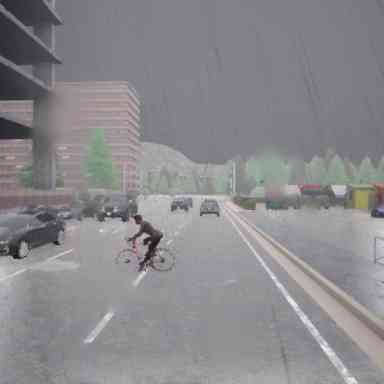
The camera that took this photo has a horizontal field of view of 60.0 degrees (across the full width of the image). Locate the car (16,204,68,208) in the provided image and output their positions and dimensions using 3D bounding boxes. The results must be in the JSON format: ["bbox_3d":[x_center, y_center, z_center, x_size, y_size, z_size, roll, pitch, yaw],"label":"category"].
[{"bbox_3d":[-9.627,1.490,19.828,2.128,1.511,4.902,0,0,3],"label":"car"}]

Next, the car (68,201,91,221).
[{"bbox_3d":[-9.154,1.515,26.895,2.128,1.511,4.902,0,0,3],"label":"car"}]

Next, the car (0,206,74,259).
[{"bbox_3d":[-6.505,1.505,12.713,1.837,1.490,4.892,0,0,3],"label":"car"}]

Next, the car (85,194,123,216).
[{"bbox_3d":[-8.824,1.221,34.025,2.150,2.045,5.566,0,0,3],"label":"car"}]

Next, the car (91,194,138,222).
[{"bbox_3d":[-5.759,1.225,26.381,2.150,2.045,5.566,0,0,3],"label":"car"}]

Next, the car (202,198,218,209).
[{"bbox_3d":[2.450,1.564,45.400,1.994,1.385,4.181,0,0,3],"label":"car"}]

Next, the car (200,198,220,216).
[{"bbox_3d":[1.725,1.548,31.962,2.033,1.411,5.357,0,0,4],"label":"car"}]

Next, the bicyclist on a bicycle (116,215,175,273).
[{"bbox_3d":[-1.317,1.453,9.240,1.656,1.620,0.582,-2,0,3],"label":"bicyclist on a bicycle"}]

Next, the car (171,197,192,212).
[{"bbox_3d":[-1.374,1.504,39.431,1.837,1.490,4.892,0,0,3],"label":"car"}]
